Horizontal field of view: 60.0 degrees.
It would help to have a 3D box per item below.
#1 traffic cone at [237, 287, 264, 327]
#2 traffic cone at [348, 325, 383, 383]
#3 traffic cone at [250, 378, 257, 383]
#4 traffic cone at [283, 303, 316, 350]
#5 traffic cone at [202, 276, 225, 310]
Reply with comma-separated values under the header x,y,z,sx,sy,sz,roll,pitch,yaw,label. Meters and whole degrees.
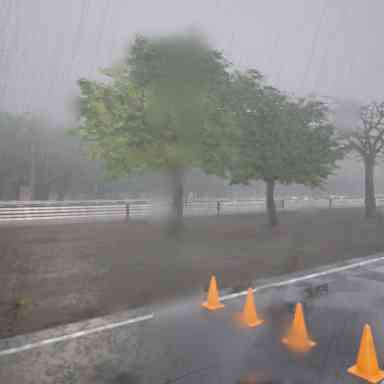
x,y,z,sx,sy,sz,roll,pitch,yaw,label
1.006,1.945,5.735,0.340,0.580,0.340,0,0,-36,traffic cone
2.170,1.943,4.108,0.340,0.580,0.340,0,0,-36,traffic cone
0.543,1.950,2.944,0.340,0.580,0.340,0,0,-36,traffic cone
1.587,1.944,4.922,0.340,0.580,0.340,0,0,-36,traffic cone
0.424,1.945,6.548,0.340,0.580,0.340,0,0,-36,traffic cone
